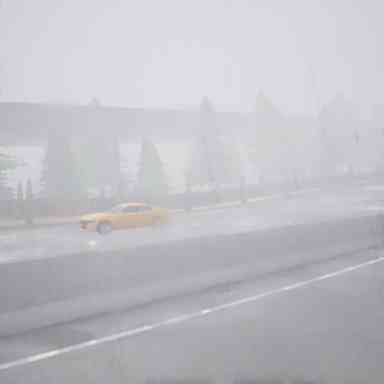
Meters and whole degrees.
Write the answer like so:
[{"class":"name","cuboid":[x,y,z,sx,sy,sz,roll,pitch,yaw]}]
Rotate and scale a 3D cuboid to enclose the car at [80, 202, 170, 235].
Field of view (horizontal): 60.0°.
[{"class":"car","cuboid":[-3.629,1.370,18.496,5.008,1.535,1.882,-2,1,-35]}]
